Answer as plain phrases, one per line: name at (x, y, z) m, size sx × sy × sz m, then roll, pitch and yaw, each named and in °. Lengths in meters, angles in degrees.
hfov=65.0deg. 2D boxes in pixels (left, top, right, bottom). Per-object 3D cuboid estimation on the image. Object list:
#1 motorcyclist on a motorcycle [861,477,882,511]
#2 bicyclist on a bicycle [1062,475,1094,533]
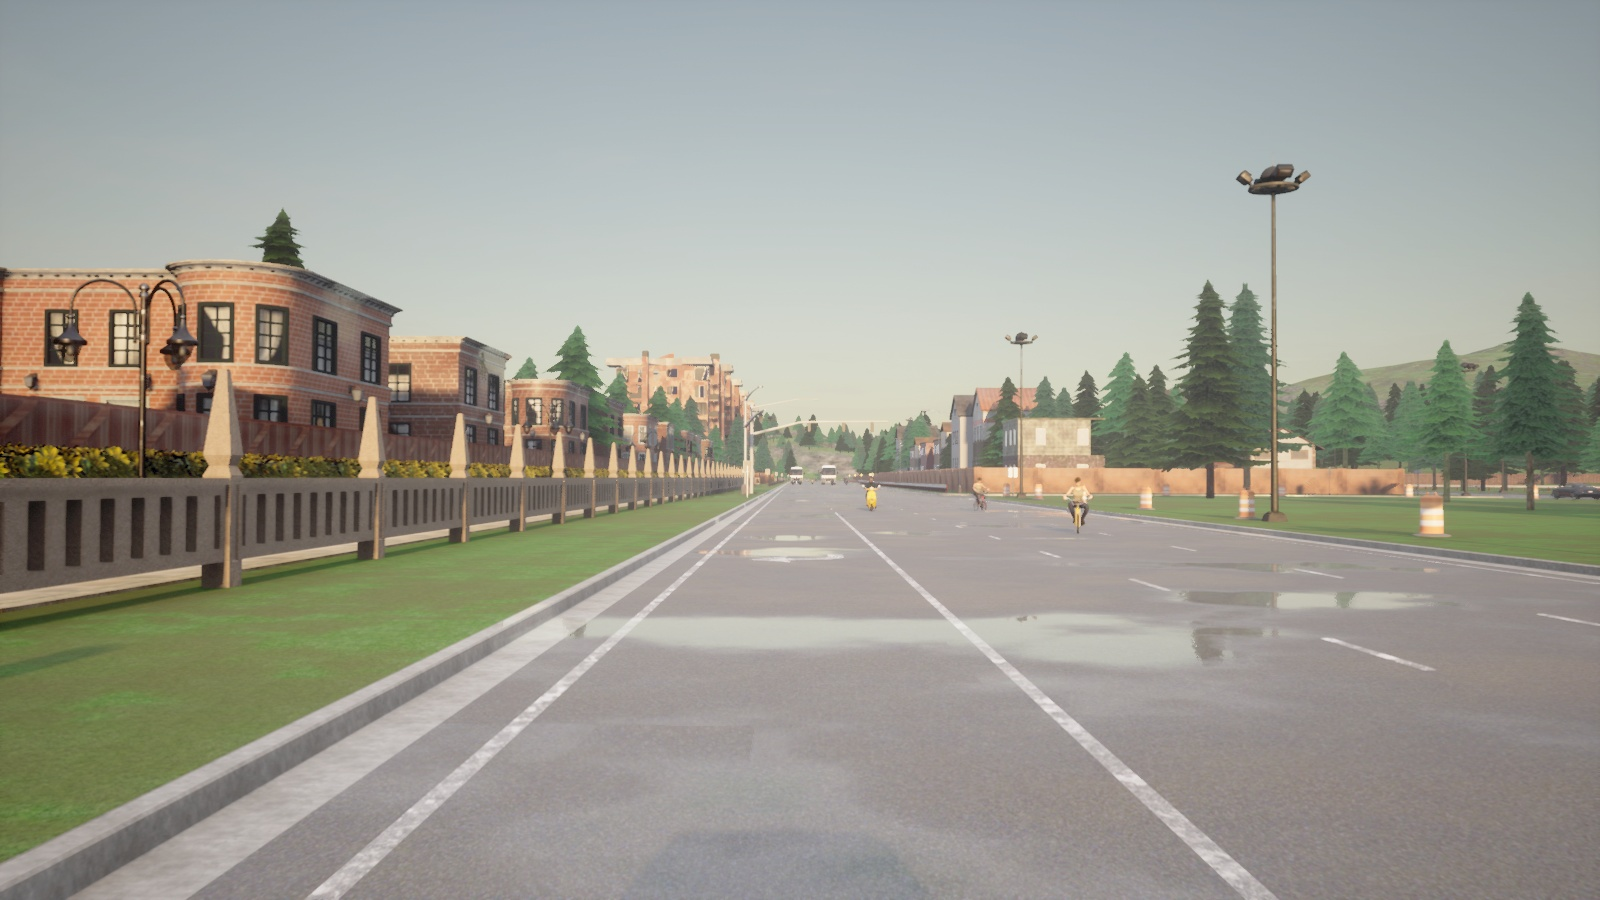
motorcyclist on a motorcycle at (3.353, 2.053, 58.898) m, size 0.866 × 1.590 × 1.817 m, roll 0°, pitch -1°, yaw 0°
bicyclist on a bicycle at (7.905, 1.509, 35.685) m, size 0.866 × 1.612 × 1.509 m, roll -1°, pitch -1°, yaw 13°
